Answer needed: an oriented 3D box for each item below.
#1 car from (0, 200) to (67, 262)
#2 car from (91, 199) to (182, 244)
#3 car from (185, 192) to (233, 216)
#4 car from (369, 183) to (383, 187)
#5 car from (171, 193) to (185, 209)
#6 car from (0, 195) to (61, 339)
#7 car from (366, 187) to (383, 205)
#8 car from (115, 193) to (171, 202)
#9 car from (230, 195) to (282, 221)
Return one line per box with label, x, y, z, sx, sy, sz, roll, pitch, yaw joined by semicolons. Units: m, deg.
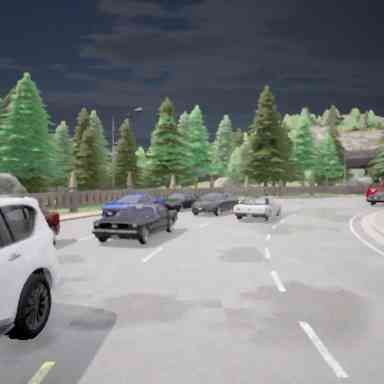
car;-6.135;1.153;10.494;1.882;1.535;5.008;0;2;9
car;-2.113;1.174;13.597;1.895;1.301;4.718;0;2;15
car;1.691;0.771;23.245;1.837;1.490;4.892;1;2;29
car;22.188;0.014;37.439;5.566;2.045;2.150;0;2;-25
car;-0.749;0.760;26.451;2.033;1.411;5.357;1;2;31
car;-3.362;1.117;3.328;2.150;2.045;5.566;0;2;3
car;18.752;0.531;31.605;5.357;1.411;2.033;-1;2;-34
car;-3.462;0.841;20.366;1.882;1.535;5.008;1;2;24
car;4.163;0.955;20.345;1.895;1.301;4.718;1;2;26
